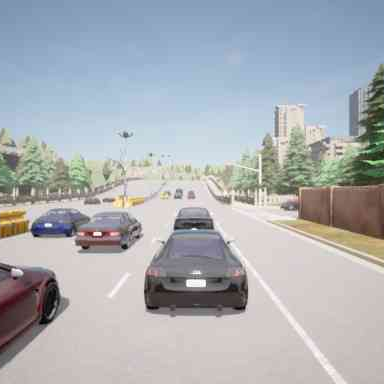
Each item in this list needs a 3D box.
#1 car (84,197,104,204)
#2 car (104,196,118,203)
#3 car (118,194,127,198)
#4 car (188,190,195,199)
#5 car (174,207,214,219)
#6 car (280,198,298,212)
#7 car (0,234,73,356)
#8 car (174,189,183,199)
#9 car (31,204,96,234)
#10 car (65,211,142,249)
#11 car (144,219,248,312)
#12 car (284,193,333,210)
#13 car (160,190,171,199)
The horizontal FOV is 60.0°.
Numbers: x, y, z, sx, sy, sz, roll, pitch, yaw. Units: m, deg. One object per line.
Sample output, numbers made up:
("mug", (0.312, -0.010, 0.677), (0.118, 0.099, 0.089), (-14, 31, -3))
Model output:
("car", (-17.598, 1.561, 58.680), (1.994, 1.385, 4.181), (0, 0, 0))
("car", (-17.559, 1.590, 69.753), (1.895, 1.301, 4.718), (0, 0, 0))
("car", (-17.645, 1.282, 83.950), (1.895, 1.301, 4.718), (0, 2, 0))
("car", (-0.166, 1.067, 87.428), (1.994, 1.385, 4.181), (0, 4, 0))
("car", (0.090, 1.477, 16.803), (1.882, 1.535, 5.008), (0, 0, 0))
("car", (12.869, 1.489, 39.141), (4.902, 1.511, 2.128), (0, 0, -1))
("car", (-3.404, 1.564, 4.469), (1.994, 1.385, 4.181), (0, 0, 0))
("car", (-3.663, 0.899, 86.963), (2.097, 1.767, 4.553), (0, 3, 0))
("car", (-6.912, 1.563, 18.007), (1.994, 1.385, 4.181), (0, 0, 0))
("car", (-3.403, 1.547, 14.446), (2.033, 1.411, 5.357), (0, 0, 0))
("car", (0.091, 1.564, 7.813), (1.994, 1.385, 4.181), (0, 0, 1))
("car", (14.882, 1.220, 42.671), (5.566, 2.045, 2.150), (0, 0, 0))
("car", (-7.164, 1.020, 86.978), (1.882, 1.535, 5.008), (0, 3, 0))
